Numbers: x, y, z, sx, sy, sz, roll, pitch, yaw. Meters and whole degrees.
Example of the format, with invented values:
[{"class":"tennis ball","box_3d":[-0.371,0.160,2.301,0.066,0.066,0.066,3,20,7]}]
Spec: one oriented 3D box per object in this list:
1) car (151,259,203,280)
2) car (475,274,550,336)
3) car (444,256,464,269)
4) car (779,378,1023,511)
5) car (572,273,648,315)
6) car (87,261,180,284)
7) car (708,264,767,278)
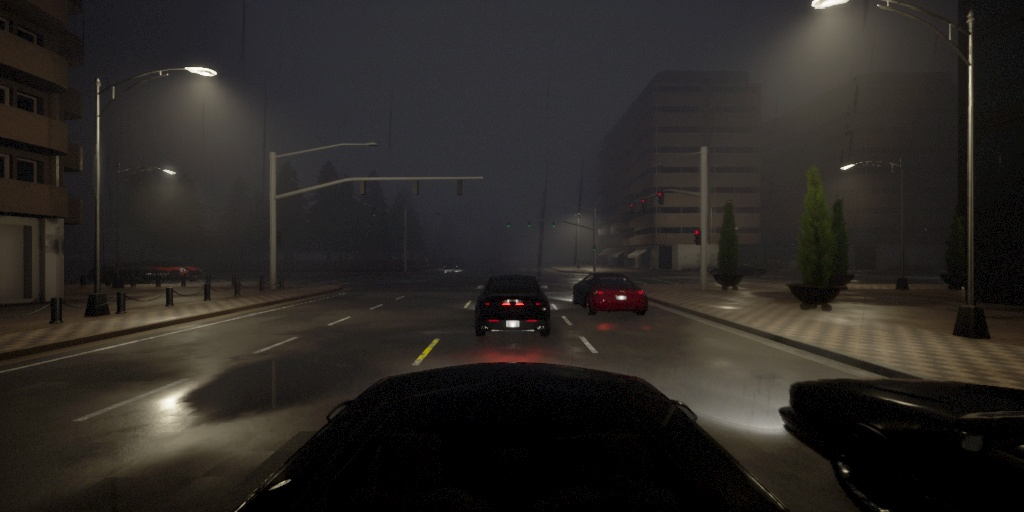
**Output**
[{"class":"car","box_3d":[-28.744,1.158,30.023,4.553,1.767,2.097,0,0,-1]},{"class":"car","box_3d":[0.018,1.255,10.361,1.837,1.490,4.892,0,0,0]},{"class":"car","box_3d":[-8.794,1.086,54.833,2.150,2.045,5.566,0,1,3]},{"class":"car","box_3d":[3.607,1.297,1.085,2.033,1.411,5.357,0,0,0]},{"class":"car","box_3d":[3.514,1.314,13.530,1.994,1.385,4.181,0,0,0]},{"class":"car","box_3d":[-28.202,1.296,26.528,4.902,1.511,2.128,0,0,-1]},{"class":"car","box_3d":[21.498,1.406,34.305,4.718,1.301,1.895,0,0,-1]}]
